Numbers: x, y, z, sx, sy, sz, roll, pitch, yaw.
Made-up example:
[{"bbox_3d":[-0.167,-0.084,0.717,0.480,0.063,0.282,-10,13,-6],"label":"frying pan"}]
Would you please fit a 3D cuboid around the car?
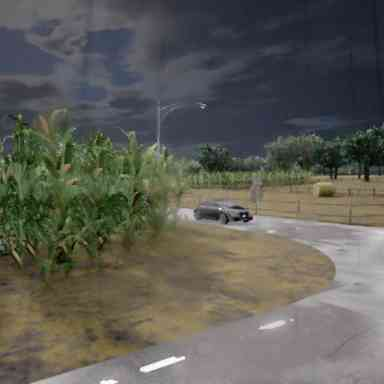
[{"bbox_3d":[1.918,1.215,21.290,1.994,1.385,4.181,-1,2,-35],"label":"car"}]
